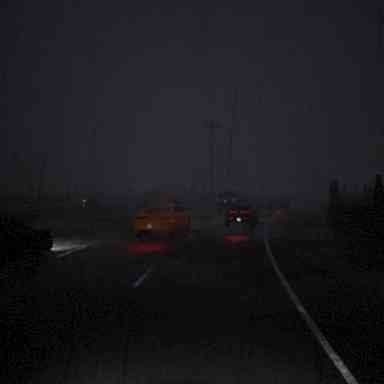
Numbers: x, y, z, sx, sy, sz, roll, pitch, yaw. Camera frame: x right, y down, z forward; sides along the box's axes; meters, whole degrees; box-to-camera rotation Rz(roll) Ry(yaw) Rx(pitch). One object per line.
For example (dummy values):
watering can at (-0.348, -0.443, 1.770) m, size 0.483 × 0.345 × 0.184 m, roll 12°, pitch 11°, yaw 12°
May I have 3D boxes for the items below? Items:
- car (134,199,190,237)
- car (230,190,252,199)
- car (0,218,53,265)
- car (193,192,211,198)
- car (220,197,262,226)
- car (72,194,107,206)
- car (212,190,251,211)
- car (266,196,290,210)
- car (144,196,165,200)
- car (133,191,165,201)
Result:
car at (-1.385, 1.329, 17.078) m, size 1.882 × 1.535 × 5.008 m, roll 0°, pitch 0°, yaw 11°
car at (11.046, 0.531, 74.720) m, size 2.150 × 2.045 × 5.566 m, roll 0°, pitch 0°, yaw 44°
car at (-6.070, 1.461, 10.090) m, size 1.994 × 1.385 × 4.181 m, roll 0°, pitch 0°, yaw 7°
car at (1.879, 0.960, 52.427) m, size 2.097 × 1.767 × 4.553 m, roll 0°, pitch 0°, yaw 33°
car at (3.355, 1.323, 21.667) m, size 1.837 × 1.490 × 4.892 m, roll 0°, pitch 0°, yaw 15°
car at (-12.403, 1.039, 40.437) m, size 2.097 × 1.767 × 4.553 m, roll 0°, pitch 0°, yaw 24°
car at (4.315, 0.937, 34.742) m, size 2.150 × 2.045 × 5.566 m, roll 0°, pitch 0°, yaw 24°
car at (9.996, 1.207, 38.344) m, size 1.812 × 1.442 × 4.674 m, roll 0°, pitch 0°, yaw 28°
car at (-1.996, 1.293, 28.034) m, size 1.812 × 1.442 × 4.674 m, roll 0°, pitch 0°, yaw 18°
car at (-5.799, 0.876, 46.261) m, size 2.150 × 2.045 × 5.566 m, roll 0°, pitch 0°, yaw 28°
